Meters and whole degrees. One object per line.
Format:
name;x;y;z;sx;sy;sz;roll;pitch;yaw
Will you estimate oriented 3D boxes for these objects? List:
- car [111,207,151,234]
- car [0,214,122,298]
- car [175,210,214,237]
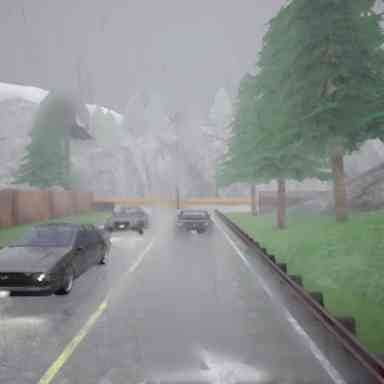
car;-3.551;1.564;18.937;1.994;1.385;4.181;0;0;1
car;-3.574;1.548;8.948;2.033;1.411;5.357;0;0;0
car;0.107;1.601;17.974;1.895;1.301;4.718;0;0;0
